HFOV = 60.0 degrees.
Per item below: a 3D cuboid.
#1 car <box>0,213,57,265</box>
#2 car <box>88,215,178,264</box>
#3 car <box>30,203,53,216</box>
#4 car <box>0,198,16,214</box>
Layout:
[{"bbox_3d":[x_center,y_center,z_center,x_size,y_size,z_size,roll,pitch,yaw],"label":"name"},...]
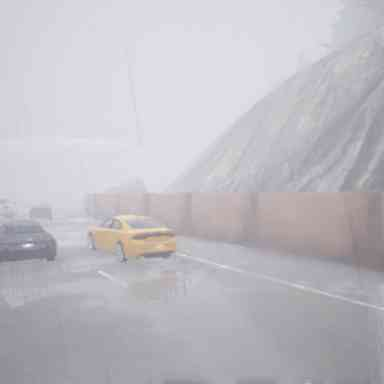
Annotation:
[{"bbox_3d":[-6.394,1.704,12.282,1.994,1.385,4.181,0,-1,-35],"label":"car"},{"bbox_3d":[-2.446,1.623,12.733,1.882,1.535,5.008,0,-1,-35],"label":"car"},{"bbox_3d":[-14.622,1.843,32.369,1.882,1.535,5.008,0,0,-23],"label":"car"},{"bbox_3d":[-18.975,1.595,33.013,2.150,2.045,5.566,0,0,-22],"label":"car"}]
